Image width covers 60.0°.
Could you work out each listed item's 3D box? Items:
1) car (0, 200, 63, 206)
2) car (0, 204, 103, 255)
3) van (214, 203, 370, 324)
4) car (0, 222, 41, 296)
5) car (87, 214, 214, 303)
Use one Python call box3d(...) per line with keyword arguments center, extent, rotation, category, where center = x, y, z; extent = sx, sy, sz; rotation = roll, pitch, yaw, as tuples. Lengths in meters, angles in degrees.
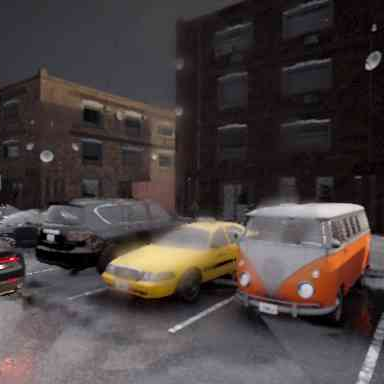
box3d(center=(-8.683, 1.334, 15.126), extent=(2.185, 1.767, 4.553), rotation=(0, 0, 36), category="car")
box3d(center=(-6.414, 1.467, 13.550), extent=(2.231, 1.521, 4.892), rotation=(0, 0, 36), category="car")
box3d(center=(2.488, 1.252, 7.038), extent=(1.878, 1.987, 4.442), rotation=(0, 0, 36), category="van")
box3d(center=(-5.619, 1.495, 7.394), extent=(4.892, 1.490, 1.837), rotation=(0, 0, 36), category="car")
box3d(center=(0.204, 1.472, 8.586), extent=(1.946, 1.575, 5.366), rotation=(0, 0, 36), category="car")
